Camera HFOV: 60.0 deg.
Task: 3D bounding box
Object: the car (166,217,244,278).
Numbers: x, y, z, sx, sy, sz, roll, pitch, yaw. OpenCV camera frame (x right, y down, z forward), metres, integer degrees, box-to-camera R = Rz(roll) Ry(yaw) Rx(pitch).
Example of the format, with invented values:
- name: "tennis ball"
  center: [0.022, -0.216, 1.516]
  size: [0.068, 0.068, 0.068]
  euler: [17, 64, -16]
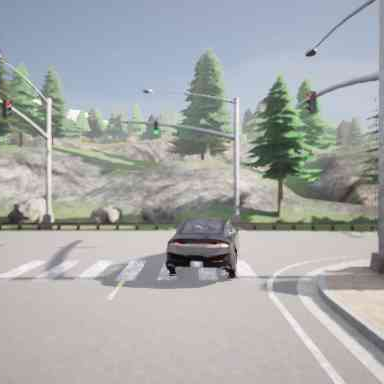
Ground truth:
- name: "car"
  center: [0.533, 1.518, 10.348]
  size: [2.128, 1.511, 4.902]
  euler: [0, 0, 10]
